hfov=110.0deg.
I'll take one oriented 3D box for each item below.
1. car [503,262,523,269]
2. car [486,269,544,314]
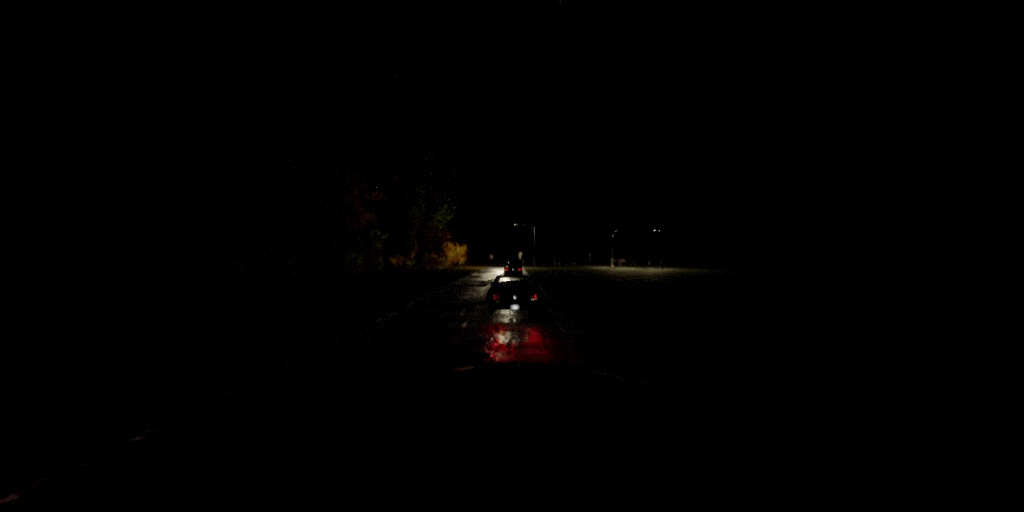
[{"bbox_3d":[0.110,1.318,35.778,2.033,1.411,5.357,0,0,0],"label":"car"},{"bbox_3d":[0.101,1.357,13.741,1.895,1.301,4.718,0,0,0],"label":"car"}]
